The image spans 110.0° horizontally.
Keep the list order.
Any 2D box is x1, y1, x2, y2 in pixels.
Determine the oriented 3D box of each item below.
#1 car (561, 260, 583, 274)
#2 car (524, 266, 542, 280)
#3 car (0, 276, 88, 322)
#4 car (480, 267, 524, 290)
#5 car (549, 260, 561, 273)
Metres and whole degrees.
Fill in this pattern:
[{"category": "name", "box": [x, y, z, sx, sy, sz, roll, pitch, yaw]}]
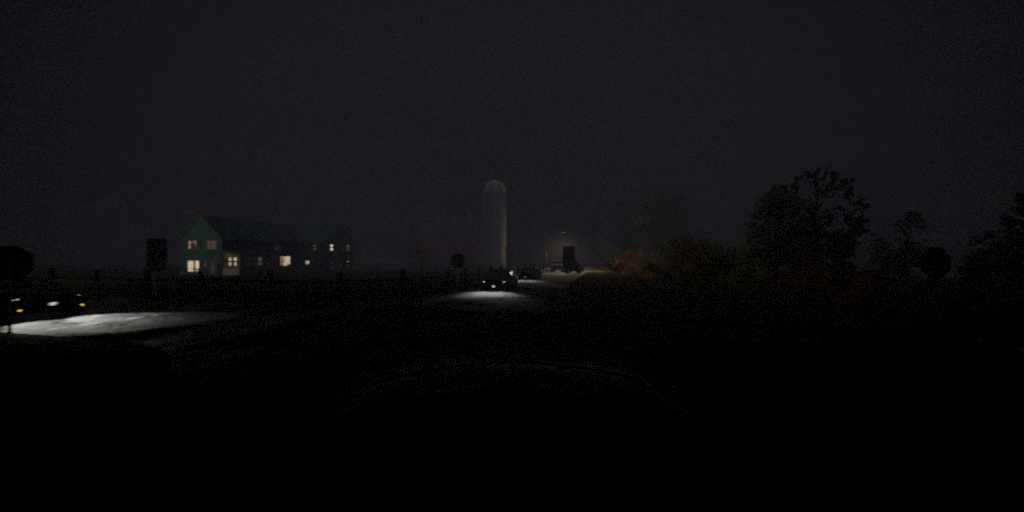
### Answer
[{"category": "car", "box": [9.506, 1.689, 56.127, 2.150, 2.045, 5.566, 0, -1, 15]}, {"category": "car", "box": [1.961, 1.754, 38.466, 2.033, 1.411, 5.357, 0, -1, 14]}, {"category": "car", "box": [-17.389, 1.422, 12.531, 4.181, 1.385, 1.994, 0, 0, 13]}, {"category": "car", "box": [-0.735, 1.585, 25.484, 2.033, 1.411, 5.357, 0, -1, 10]}, {"category": "car", "box": [7.638, 1.729, 59.866, 2.150, 2.045, 5.566, 0, -1, 15]}]
